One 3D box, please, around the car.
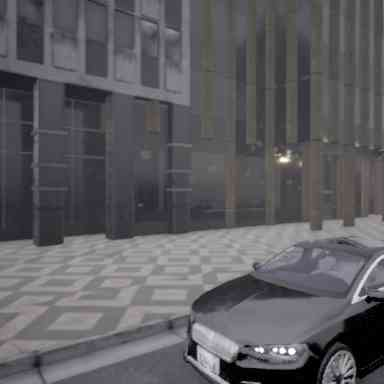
[{"bbox_3d":[2.164,1.492,4.909,4.902,1.511,2.128,0,0,-35],"label":"car"}]
